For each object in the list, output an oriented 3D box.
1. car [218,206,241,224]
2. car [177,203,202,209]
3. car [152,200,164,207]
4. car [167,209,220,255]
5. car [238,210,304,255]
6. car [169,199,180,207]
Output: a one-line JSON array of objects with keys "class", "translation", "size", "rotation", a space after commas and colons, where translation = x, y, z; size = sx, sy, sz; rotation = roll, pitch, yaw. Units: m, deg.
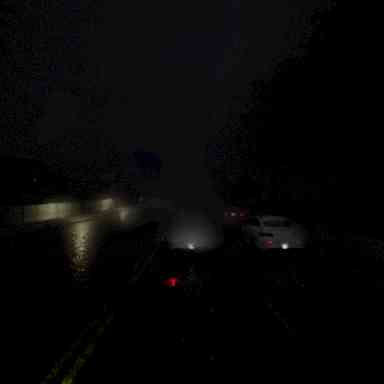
[{"class": "car", "translation": [3.219, 1.842, 27.517], "size": [2.033, 1.411, 5.357], "rotation": [0, -1, 0]}, {"class": "car", "translation": [-0.021, 1.869, 28.490], "size": [1.994, 1.385, 4.181], "rotation": [0, -1, 0]}, {"class": "car", "translation": [-6.617, 2.221, 64.539], "size": [1.812, 1.442, 4.674], "rotation": [0, -1, 1]}, {"class": "car", "translation": [0.005, 1.672, 13.893], "size": [1.812, 1.442, 4.674], "rotation": [0, 0, 0]}, {"class": "car", "translation": [3.255, 1.672, 13.901], "size": [1.812, 1.442, 4.674], "rotation": [0, 0, 1]}, {"class": "car", "translation": [-3.367, 2.199, 64.541], "size": [1.837, 1.490, 4.892], "rotation": [0, -1, 1]}]
